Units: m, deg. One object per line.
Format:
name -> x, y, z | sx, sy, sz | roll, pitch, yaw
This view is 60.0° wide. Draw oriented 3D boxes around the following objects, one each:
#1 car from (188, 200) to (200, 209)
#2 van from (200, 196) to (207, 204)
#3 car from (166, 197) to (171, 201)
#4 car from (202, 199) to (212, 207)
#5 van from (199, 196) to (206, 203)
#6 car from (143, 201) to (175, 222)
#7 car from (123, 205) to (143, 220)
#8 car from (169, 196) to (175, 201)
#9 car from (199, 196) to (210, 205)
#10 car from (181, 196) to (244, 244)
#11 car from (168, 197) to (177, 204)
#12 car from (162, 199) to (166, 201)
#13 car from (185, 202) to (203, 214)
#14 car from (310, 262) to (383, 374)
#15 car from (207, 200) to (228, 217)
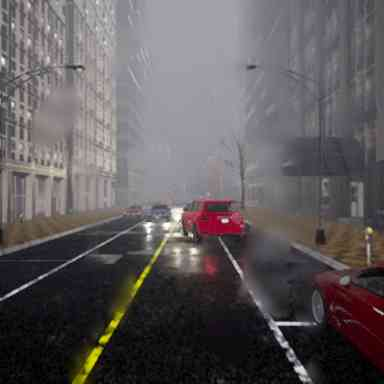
car -> 0.280, 2.040, 56.653 | 1.994, 1.385, 4.181 | 0, 0, 0
van -> 2.839, 2.054, 86.078 | 1.690, 1.788, 3.998 | 0, 0, 0
car -> -5.130, 2.071, 58.366 | 1.802, 1.307, 4.206 | 0, 0, 0
car -> 2.768, 2.062, 64.058 | 1.752, 1.417, 4.829 | 0, 0, 0
van -> 2.857, 2.098, 91.626 | 1.690, 1.788, 3.998 | 0, 0, 0
car -> -2.759, 1.771, 28.833 | 1.812, 1.442, 4.674 | 0, 0, 0
car -> -5.219, 1.842, 30.629 | 1.802, 1.307, 4.206 | 0, 0, 0
car -> -5.095, 2.124, 69.461 | 1.887, 1.381, 4.507 | 0, 0, 0
car -> 2.808, 1.940, 74.982 | 2.192, 1.841, 5.009 | 0, 0, 0
car -> 0.891, 1.367, 17.011 | 2.150, 2.045, 5.566 | 0, -1, -11
car -> -5.041, 2.153, 86.103 | 1.967, 1.590, 4.097 | 0, 0, 0
car -> -5.166, 1.964, 47.271 | 1.947, 1.339, 4.313 | 0, 0, 0
car -> 0.225, 1.904, 40.274 | 1.994, 1.385, 4.181 | 0, 0, 0
car -> 3.035, 1.562, 4.133 | 1.812, 1.442, 4.674 | 0, 0, 0
car -> 2.678, 1.747, 36.152 | 1.967, 1.590, 4.097 | 0, 0, 0
